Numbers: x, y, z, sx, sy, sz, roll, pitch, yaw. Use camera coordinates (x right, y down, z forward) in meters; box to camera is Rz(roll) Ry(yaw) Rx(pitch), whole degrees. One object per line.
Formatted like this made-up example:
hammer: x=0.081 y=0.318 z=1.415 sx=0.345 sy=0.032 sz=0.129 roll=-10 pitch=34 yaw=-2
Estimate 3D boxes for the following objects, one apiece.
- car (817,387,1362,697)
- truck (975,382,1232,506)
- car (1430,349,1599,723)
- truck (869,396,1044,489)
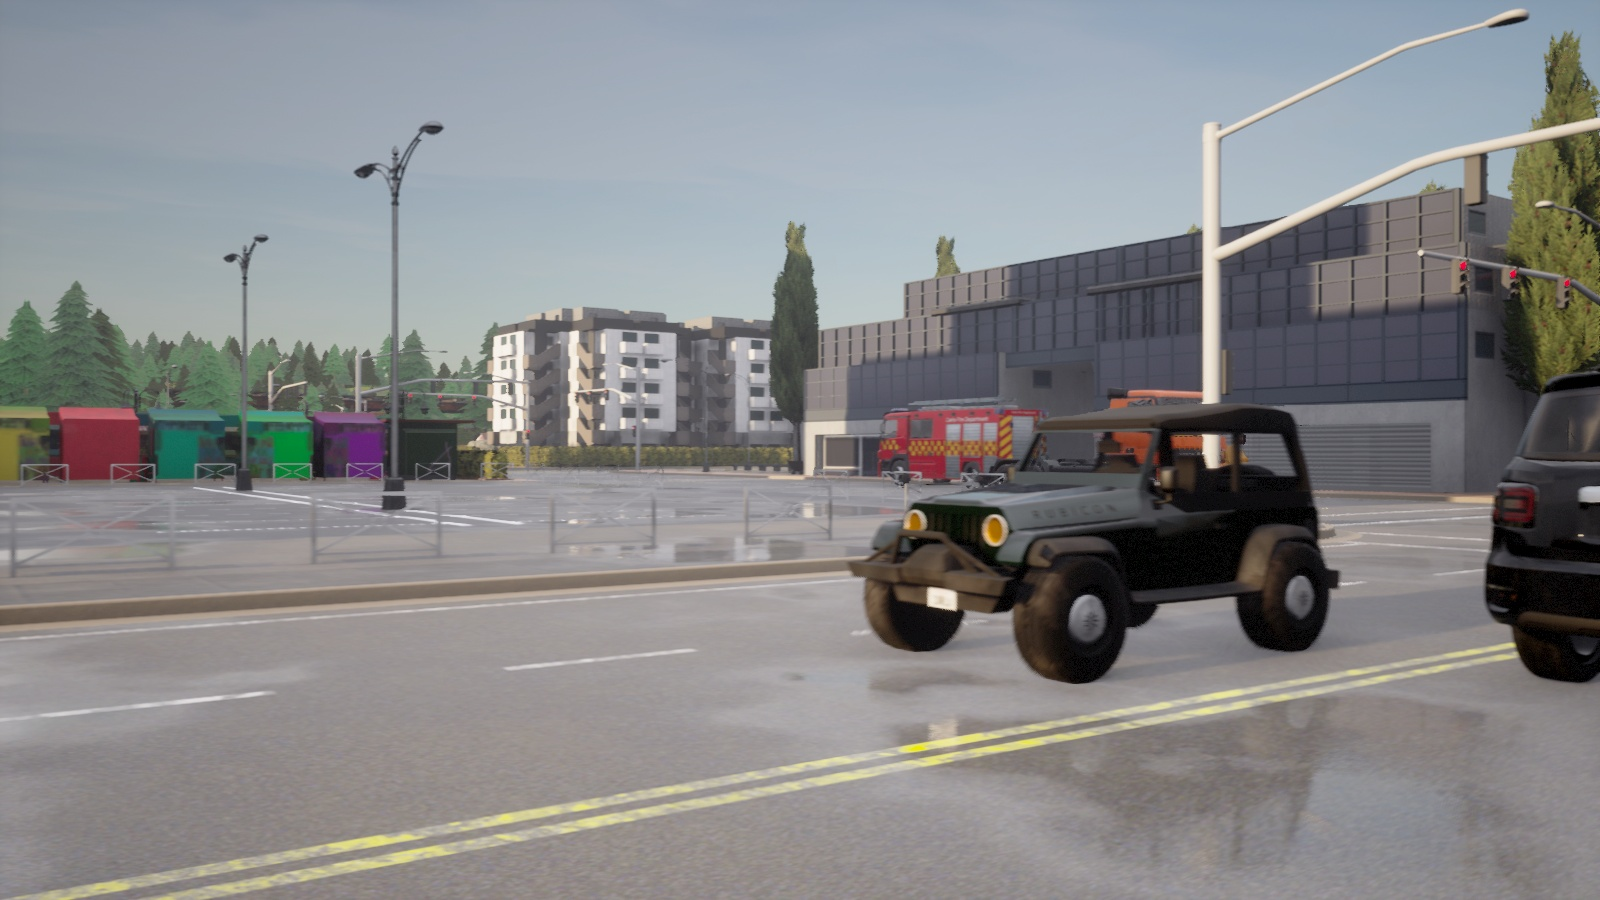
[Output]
car: x=2.259 y=0.559 z=9.497 sx=3.866 sy=1.878 sz=1.905 roll=0 pitch=0 yaw=-35
truck: x=9.192 y=-0.161 z=39.101 sx=2.891 sy=3.462 sz=7.936 roll=0 pitch=0 yaw=-33
car: x=6.739 y=0.470 z=8.350 sx=5.566 sy=2.045 sz=2.150 roll=0 pitch=0 yaw=-35
truck: x=6.754 y=-0.298 z=55.599 sx=2.891 sy=3.827 sz=8.468 roll=0 pitch=0 yaw=-33
